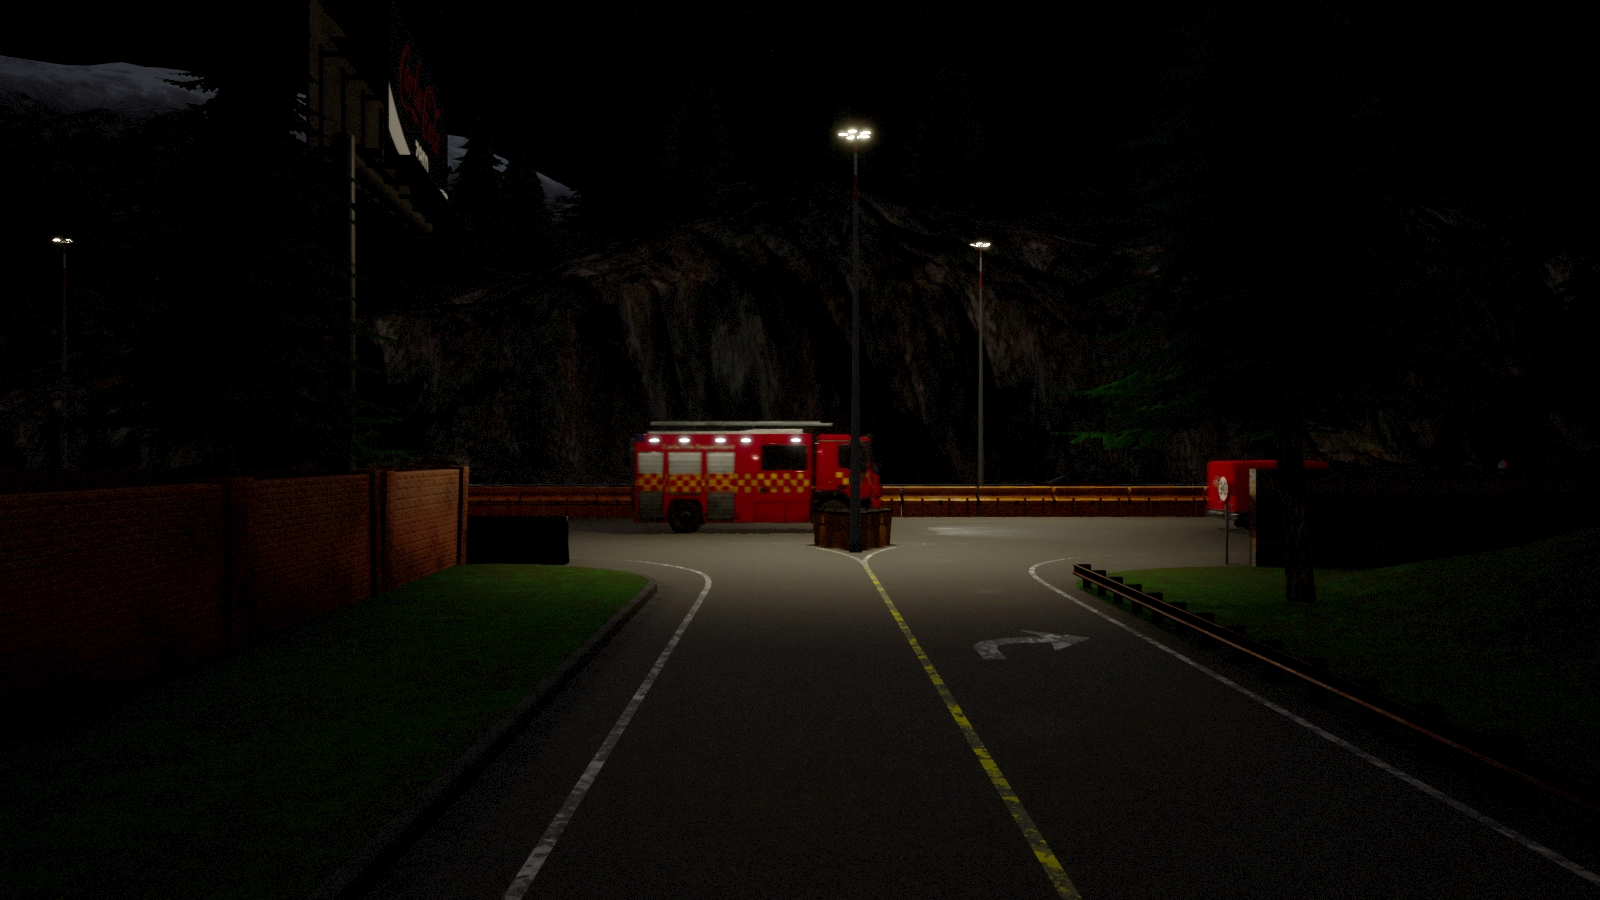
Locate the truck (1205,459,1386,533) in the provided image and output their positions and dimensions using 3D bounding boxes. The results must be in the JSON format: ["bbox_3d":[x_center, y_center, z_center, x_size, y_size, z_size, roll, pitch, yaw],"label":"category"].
[{"bbox_3d":[17.304,1.570,40.127,5.204,2.467,2.627,0,0,-1],"label":"truck"}]

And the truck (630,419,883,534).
[{"bbox_3d":[-1.471,0.891,39.726,8.468,3.827,2.891,0,0,-1],"label":"truck"}]
